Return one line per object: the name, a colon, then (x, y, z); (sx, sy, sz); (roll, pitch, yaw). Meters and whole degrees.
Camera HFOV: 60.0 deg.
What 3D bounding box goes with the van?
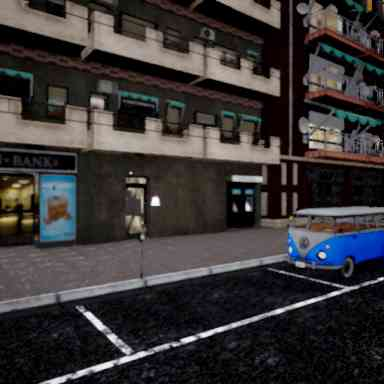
van: (4.498, 1.342, 9.760); (3.998, 1.788, 1.690); (0, 0, -35)
